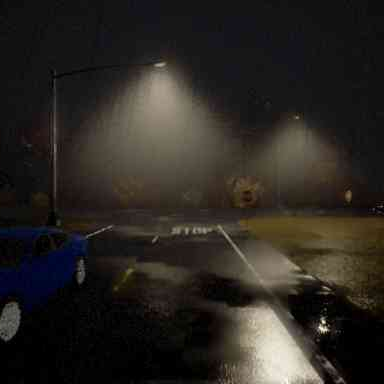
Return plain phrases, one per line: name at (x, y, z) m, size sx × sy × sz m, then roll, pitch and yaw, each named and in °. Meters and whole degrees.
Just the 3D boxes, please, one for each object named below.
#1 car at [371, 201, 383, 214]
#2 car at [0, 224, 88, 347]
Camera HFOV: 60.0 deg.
car at (20.044, 1.516, 32.516) m, size 4.674 × 1.442 × 1.812 m, roll 0°, pitch 0°, yaw -1°
car at (-3.590, 1.472, 6.512) m, size 1.882 × 1.535 × 5.008 m, roll 0°, pitch 0°, yaw 0°
